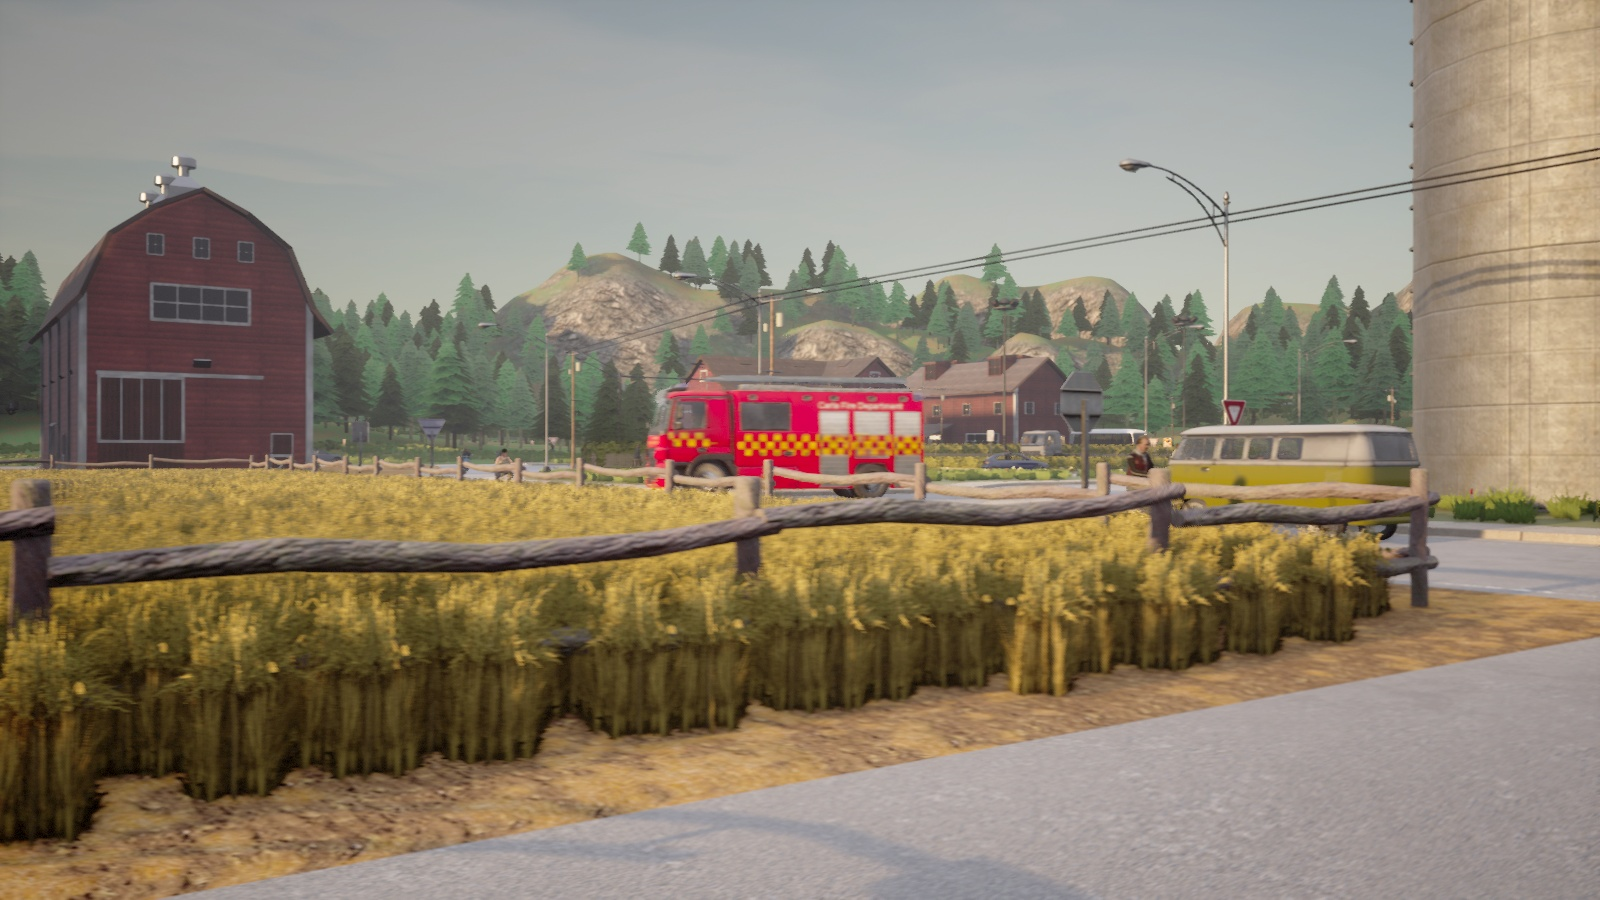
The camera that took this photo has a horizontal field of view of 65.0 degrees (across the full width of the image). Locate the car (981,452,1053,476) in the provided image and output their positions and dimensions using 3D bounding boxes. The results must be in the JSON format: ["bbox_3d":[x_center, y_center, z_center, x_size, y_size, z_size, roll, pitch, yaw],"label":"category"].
[{"bbox_3d":[13.449,0.862,78.016,4.193,1.474,1.816,0,0,1],"label":"car"}]

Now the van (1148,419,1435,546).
[{"bbox_3d":[8.422,0.513,21.909,1.775,1.987,4.442,0,0,-34],"label":"van"}]

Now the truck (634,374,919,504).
[{"bbox_3d":[-0.786,-0.345,39.242,8.468,3.827,2.891,0,0,-14],"label":"truck"}]
